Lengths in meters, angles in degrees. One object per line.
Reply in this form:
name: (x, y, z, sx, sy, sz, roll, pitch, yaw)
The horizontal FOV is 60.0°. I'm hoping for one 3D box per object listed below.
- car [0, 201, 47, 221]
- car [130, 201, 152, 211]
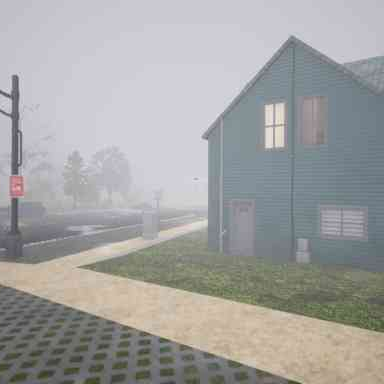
car: (-15.235, 1.596, 29.835, 2.097, 1.767, 4.553, 1, -1, 18)
car: (-7.778, 2.143, 51.401, 1.994, 1.385, 4.181, 1, -1, 21)
